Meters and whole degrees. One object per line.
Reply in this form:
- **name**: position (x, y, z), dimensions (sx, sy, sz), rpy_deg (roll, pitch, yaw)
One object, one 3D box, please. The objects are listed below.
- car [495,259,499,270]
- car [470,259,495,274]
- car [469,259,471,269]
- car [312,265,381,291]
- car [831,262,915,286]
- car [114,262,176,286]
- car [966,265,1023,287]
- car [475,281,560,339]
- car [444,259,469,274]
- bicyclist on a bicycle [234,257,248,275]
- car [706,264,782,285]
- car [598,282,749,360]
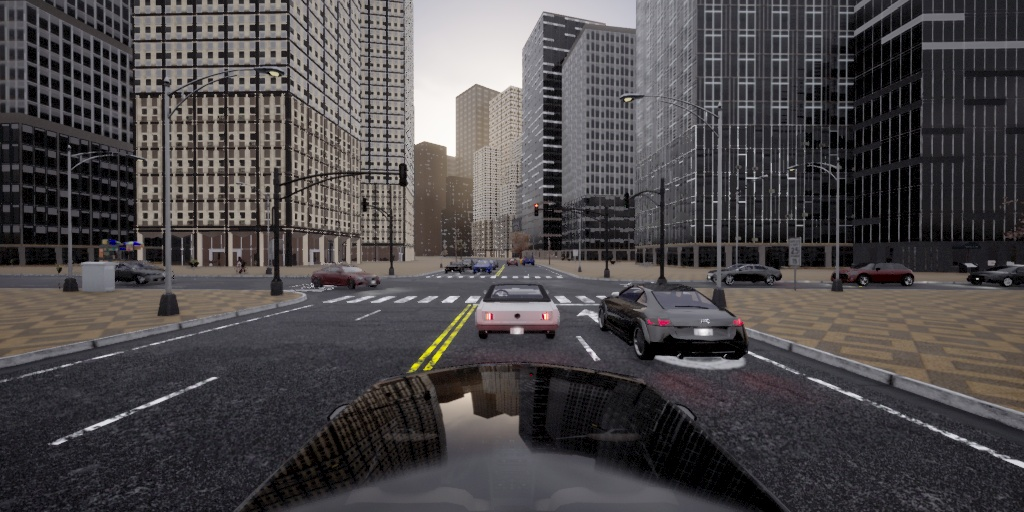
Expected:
- **car**: position (-3.227, 1.231, 50.012), dimensions (1.812, 1.442, 4.674), rpy_deg (0, 0, 0)
- **car**: position (-3.252, 1.199, 40.669), dimensions (1.882, 1.535, 5.008), rpy_deg (0, 0, 0)
- **car**: position (-6.473, 1.206, 51.696), dimensions (1.837, 1.490, 4.892), rpy_deg (0, 0, 0)
- **car**: position (-10.143, 1.251, 21.846), dimensions (4.674, 1.442, 1.812), rpy_deg (0, 0, 26)
- **car**: position (25.959, 1.204, 25.951), dimensions (4.553, 1.767, 2.097), rpy_deg (0, 0, 1)
- **car**: position (-25.205, 1.131, 23.839), dimensions (4.902, 1.511, 2.128), rpy_deg (1, 0, 2)
- **car**: position (35.860, 1.402, 25.714), dimensions (4.892, 1.490, 1.837), rpy_deg (0, 0, 1)
- **car**: position (0.120, 1.348, 10.054), dimensions (1.895, 1.301, 4.718), rpy_deg (0, 0, 0)
- **car**: position (-6.502, 1.321, 41.345), dimensions (1.895, 1.301, 4.718), rpy_deg (0, 0, 0)
- **bicyclist on a bicycle**: position (-24.630, 0.872, 32.559), dimensions (0.582, 1.620, 1.656), rpy_deg (0, 1, 2)
- **car**: position (16.877, 1.302, 26.168), dimensions (4.902, 1.511, 2.128), rpy_deg (0, 0, 1)
- **car**: position (3.372, 1.312, 8.334), dimensions (1.994, 1.385, 4.181), rpy_deg (0, 0, 0)
